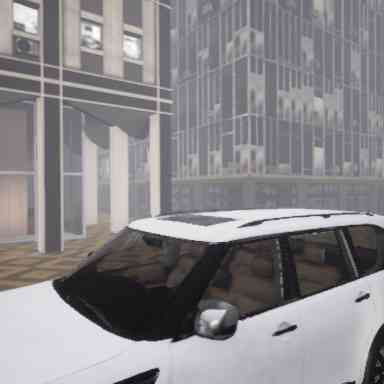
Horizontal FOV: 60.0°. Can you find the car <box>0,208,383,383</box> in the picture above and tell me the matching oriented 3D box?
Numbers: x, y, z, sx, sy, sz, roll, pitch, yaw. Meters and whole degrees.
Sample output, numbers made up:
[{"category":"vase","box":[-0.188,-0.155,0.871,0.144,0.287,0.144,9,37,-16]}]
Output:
[{"category":"car","box":[0.177,1.234,3.381,5.566,2.045,2.150,0,0,-36]}]
